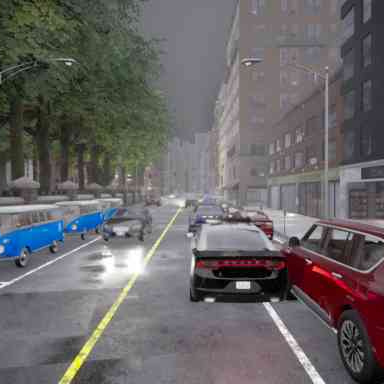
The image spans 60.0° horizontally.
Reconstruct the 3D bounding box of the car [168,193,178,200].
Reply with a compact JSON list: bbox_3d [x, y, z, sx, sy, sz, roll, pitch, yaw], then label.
[{"bbox_3d":[-5.775,1.378,94.081,1.752,1.417,4.829,0,0,0],"label":"car"}]

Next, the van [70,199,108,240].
[{"bbox_3d":[-5.689,1.333,16.614,1.690,1.788,3.998,0,0,0],"label":"van"}]

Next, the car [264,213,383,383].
[{"bbox_3d":[2.849,1.314,5.328,2.192,1.841,5.009,0,0,0],"label":"car"}]

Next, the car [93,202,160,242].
[{"bbox_3d":[-3.018,1.484,16.466,2.128,1.511,4.902,0,0,0],"label":"car"}]

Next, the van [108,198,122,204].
[{"bbox_3d":[-5.694,1.328,22.272,1.690,1.788,3.998,0,0,0],"label":"van"}]

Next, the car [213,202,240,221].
[{"bbox_3d":[2.825,1.563,27.970,1.802,1.307,4.206,0,0,0],"label":"car"}]

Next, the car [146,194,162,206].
[{"bbox_3d":[-5.726,1.263,50.562,2.192,1.841,5.009,0,0,0],"label":"car"}]

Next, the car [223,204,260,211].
[{"bbox_3d":[2.838,1.537,16.649,1.887,1.381,4.507,0,0,0],"label":"car"}]

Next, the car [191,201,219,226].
[{"bbox_3d":[0.873,1.491,24.279,1.837,1.490,4.892,0,0,0],"label":"car"}]

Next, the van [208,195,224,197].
[{"bbox_3d":[2.818,1.316,33.630,1.690,1.788,3.998,0,0,0],"label":"van"}]

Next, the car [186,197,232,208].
[{"bbox_3d":[0.860,1.343,18.250,2.097,1.767,4.553,0,0,0],"label":"car"}]

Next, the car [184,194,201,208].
[{"bbox_3d":[-0.024,1.461,46.099,1.837,1.490,4.892,0,0,0],"label":"car"}]

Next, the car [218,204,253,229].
[{"bbox_3d":[2.831,1.569,22.310,1.802,1.307,4.206,0,0,0],"label":"car"}]

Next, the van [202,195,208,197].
[{"bbox_3d":[2.799,1.289,50.612,1.690,1.788,3.998,0,0,0],"label":"van"}]

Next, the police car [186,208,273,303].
[{"bbox_3d":[0.892,1.423,8.390,1.930,1.638,5.238,0,0,0],"label":"police car"}]

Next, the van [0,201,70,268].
[{"bbox_3d":[-5.682,1.337,10.957,1.690,1.788,3.998,0,0,0],"label":"van"}]
